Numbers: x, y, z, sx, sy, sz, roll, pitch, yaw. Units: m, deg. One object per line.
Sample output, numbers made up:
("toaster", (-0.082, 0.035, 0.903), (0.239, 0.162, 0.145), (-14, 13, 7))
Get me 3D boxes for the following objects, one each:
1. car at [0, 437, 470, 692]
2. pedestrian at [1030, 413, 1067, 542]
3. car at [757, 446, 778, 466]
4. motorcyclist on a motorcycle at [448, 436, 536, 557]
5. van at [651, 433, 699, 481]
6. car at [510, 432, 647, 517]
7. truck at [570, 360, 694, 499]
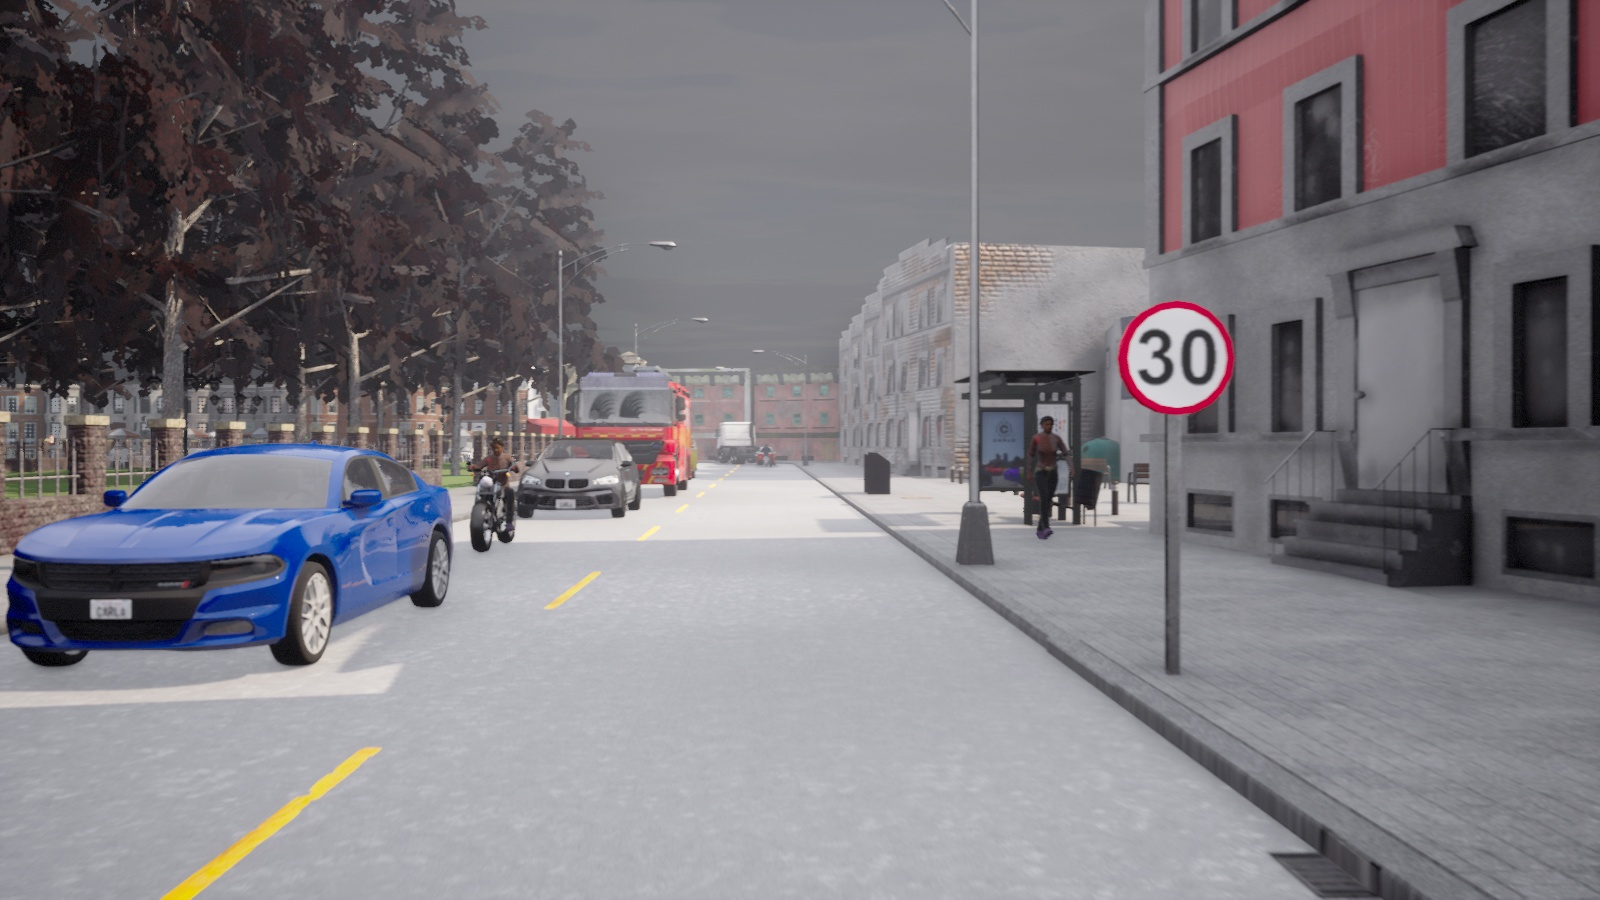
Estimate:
("car", (-4.224, 0.681, 10.091), (1.882, 1.535, 5.008), (0, 0, -1))
("pedestrian", (3.572, 0.386, 18.049), (0.328, 1.805, 0.869), (0, 0, -2))
("car", (-2.384, 0.431, 91.408), (1.481, 1.376, 2.207), (0, 1, -2))
("motorcyclist on a motorcycle", (-4.450, 0.621, 18.309), (0.766, 1.649, 2.350), (0, 0, -1))
("van", (-5.386, 0.277, 54.463), (1.775, 1.987, 4.442), (0, 0, -2))
("car", (-4.676, 0.479, 27.177), (2.242, 1.667, 4.611), (0, 0, -1))
("truck", (-4.973, -0.577, 38.688), (2.891, 3.827, 8.468), (0, 0, -1))
